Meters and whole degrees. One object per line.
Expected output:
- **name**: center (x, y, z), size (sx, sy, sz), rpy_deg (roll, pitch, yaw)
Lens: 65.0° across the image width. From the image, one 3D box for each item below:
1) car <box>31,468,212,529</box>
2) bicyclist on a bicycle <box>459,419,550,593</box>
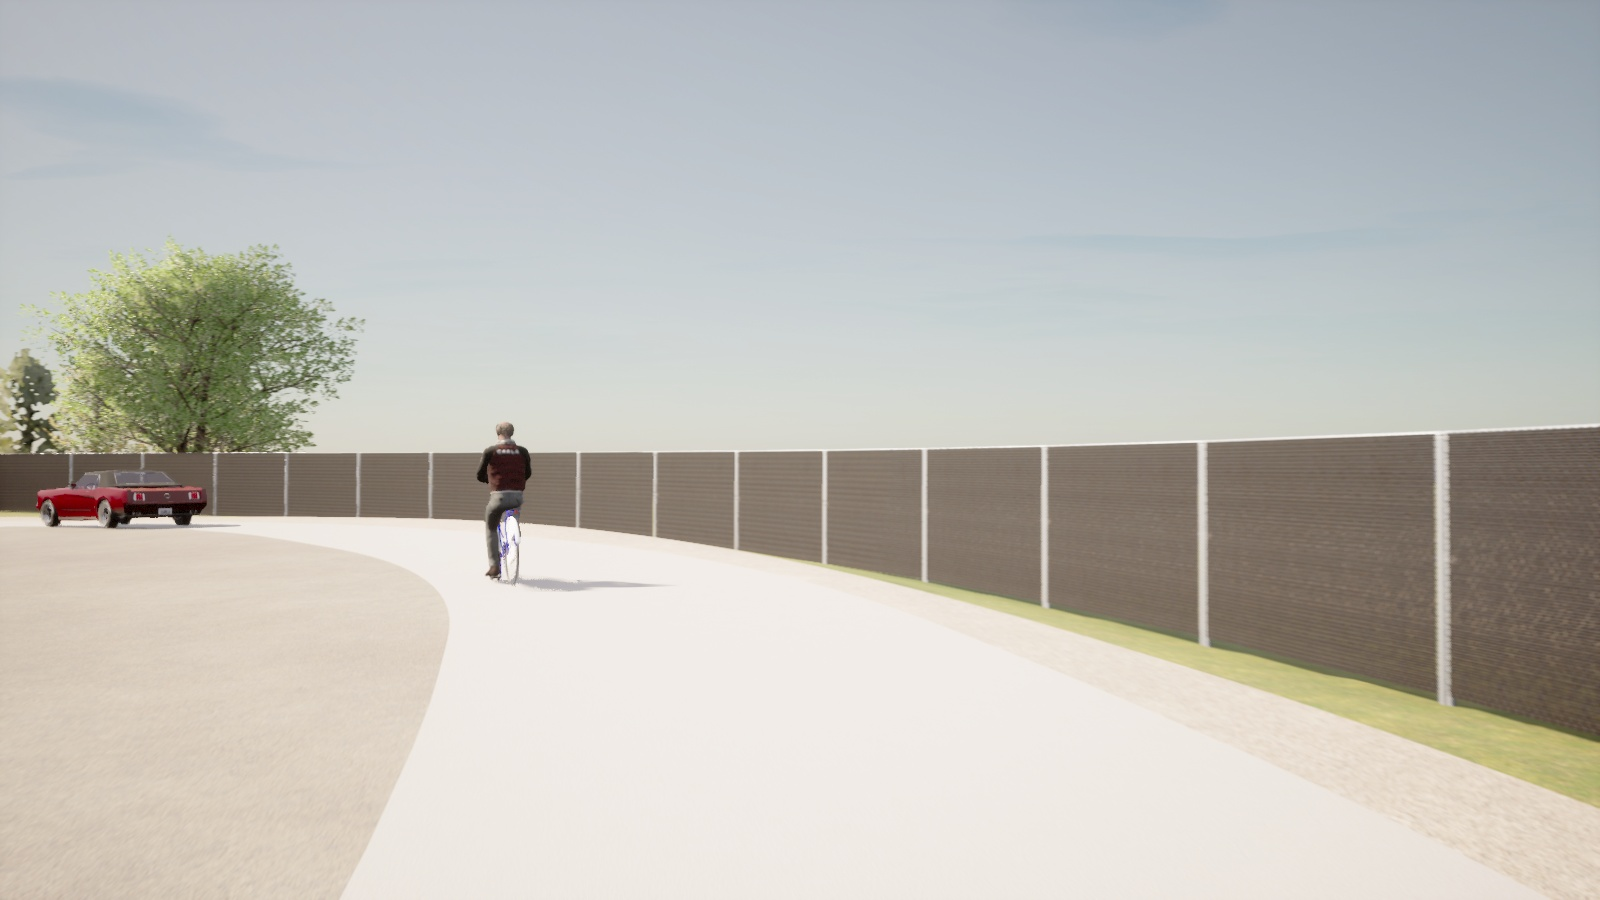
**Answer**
- **car**: center (-15.720, 1.101, 28.987), size (4.718, 1.301, 1.895), rpy_deg (-2, -2, 37)
- **bicyclist on a bicycle**: center (-3.270, 0.570, 13.786), size (0.659, 1.776, 1.843), rpy_deg (0, 0, -23)
